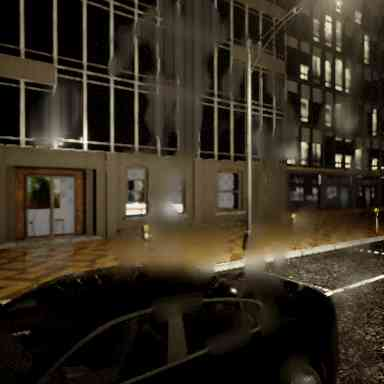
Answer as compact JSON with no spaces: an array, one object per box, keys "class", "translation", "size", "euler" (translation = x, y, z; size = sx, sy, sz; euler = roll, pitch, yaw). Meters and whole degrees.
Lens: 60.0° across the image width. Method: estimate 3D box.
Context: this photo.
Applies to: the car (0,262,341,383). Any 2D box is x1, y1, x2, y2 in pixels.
[{"class":"car","translation":[-0.767,1.472,2.832],"size":[5.008,1.535,1.882],"euler":[0,0,-36]}]
